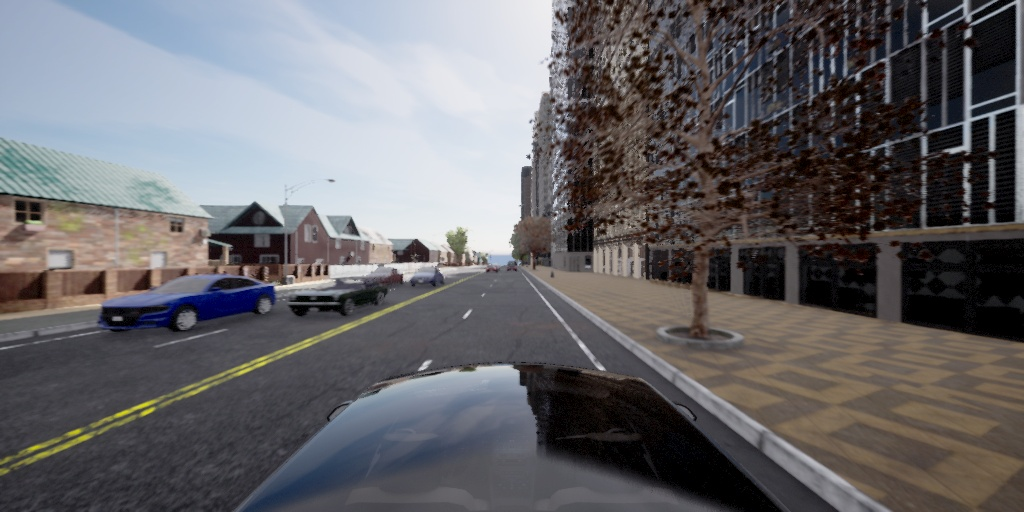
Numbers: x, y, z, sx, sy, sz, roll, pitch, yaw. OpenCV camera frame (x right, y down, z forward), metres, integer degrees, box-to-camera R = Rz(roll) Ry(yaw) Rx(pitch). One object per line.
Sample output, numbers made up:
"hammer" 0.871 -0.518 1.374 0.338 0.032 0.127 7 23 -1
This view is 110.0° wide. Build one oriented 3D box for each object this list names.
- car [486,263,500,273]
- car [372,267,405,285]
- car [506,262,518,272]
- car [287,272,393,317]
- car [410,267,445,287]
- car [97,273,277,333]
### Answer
"car" -3.250 2.085 58.705 1.895 1.301 4.718 0 -1 0
"car" -9.792 1.588 27.878 1.812 1.442 4.674 0 -1 0
"car" -0.001 2.182 65.408 1.895 1.301 4.718 0 -1 0
"car" -6.551 1.492 14.071 1.895 1.301 4.718 0 -1 0
"car" -6.541 1.592 28.184 1.812 1.442 4.674 0 -1 1
"car" -9.818 1.338 11.436 1.882 1.535 5.008 0 -1 0
